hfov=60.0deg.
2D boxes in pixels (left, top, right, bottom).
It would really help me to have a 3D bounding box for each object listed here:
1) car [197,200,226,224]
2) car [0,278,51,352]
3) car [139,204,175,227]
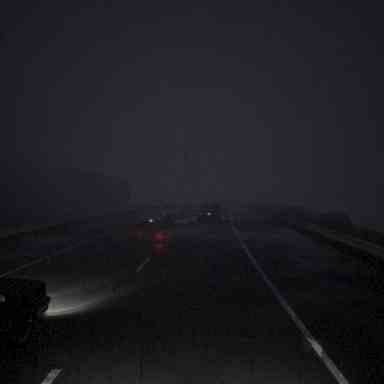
[{"bbox_3d":[1.397,1.550,25.120,2.033,1.411,5.357,0,0,5],"label":"car"},{"bbox_3d":[-3.343,1.544,3.163,2.033,1.411,5.357,0,0,1],"label":"car"},{"bbox_3d":[-2.325,1.524,22.729,1.812,1.442,4.674,0,0,5],"label":"car"}]
